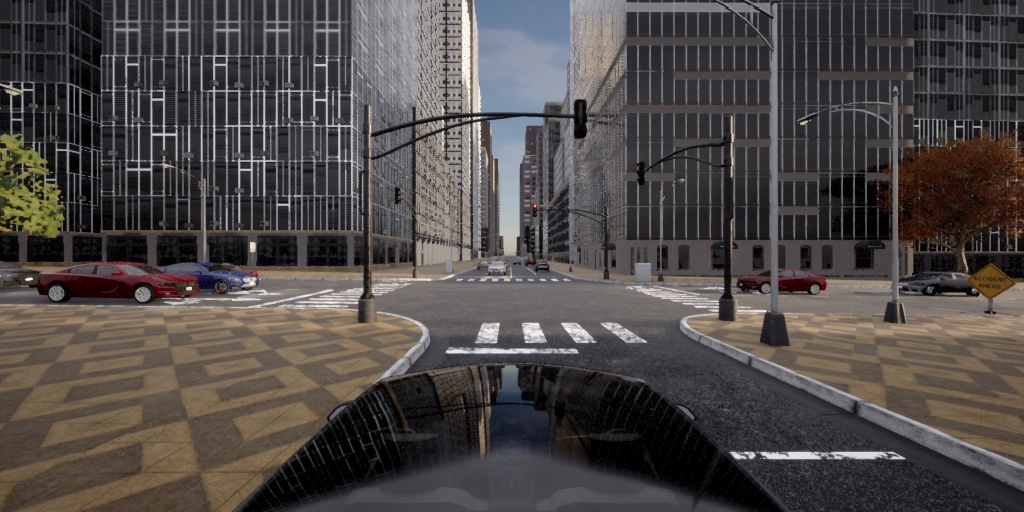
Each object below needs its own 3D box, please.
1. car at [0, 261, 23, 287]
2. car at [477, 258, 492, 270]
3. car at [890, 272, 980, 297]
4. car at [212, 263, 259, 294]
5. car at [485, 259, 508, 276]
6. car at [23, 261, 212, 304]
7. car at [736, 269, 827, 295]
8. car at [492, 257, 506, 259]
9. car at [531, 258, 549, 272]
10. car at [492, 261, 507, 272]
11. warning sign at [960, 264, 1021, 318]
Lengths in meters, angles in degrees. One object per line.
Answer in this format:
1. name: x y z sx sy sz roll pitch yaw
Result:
1. car: -24.901 0.882 16.920 4.181 1.385 1.994 1 0 -3
2. car: -4.113 1.343 52.197 1.802 1.307 4.207 0 0 0
3. car: 27.063 1.753 22.870 4.902 1.511 2.128 1 0 -3
4. car: -14.975 1.026 17.396 4.674 1.442 1.812 1 0 -1
5. car: -1.560 1.293 38.321 1.812 1.442 4.674 0 0 0
6. car: -15.286 0.973 14.124 5.008 1.535 1.882 1 0 -2
7. car: 16.720 1.554 22.374 5.008 1.535 1.882 1 0 -3
8. car: -1.672 1.109 58.561 2.097 1.767 4.553 0 0 -1
9. car: 3.850 1.329 46.719 1.948 1.339 4.313 0 0 0
10. car: -1.619 1.363 48.281 1.895 1.301 4.718 0 0 0
11. warning sign: 17.258 1.204 12.940 1.060 1.860 1.300 0 0 -3
